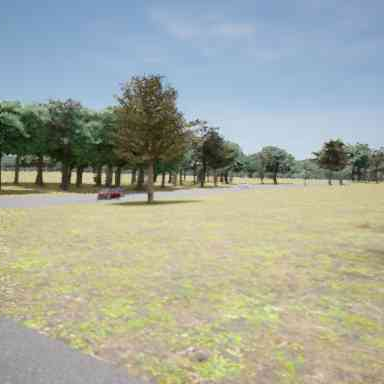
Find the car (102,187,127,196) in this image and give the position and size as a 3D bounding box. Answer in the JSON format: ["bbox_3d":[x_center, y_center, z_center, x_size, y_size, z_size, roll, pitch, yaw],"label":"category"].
[{"bbox_3d":[-15.093,-0.144,64.700,1.812,1.442,4.674,4,4,35],"label":"car"}]

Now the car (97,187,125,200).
[{"bbox_3d":[-13.362,0.261,55.101,2.097,1.767,4.553,4,4,35],"label":"car"}]
